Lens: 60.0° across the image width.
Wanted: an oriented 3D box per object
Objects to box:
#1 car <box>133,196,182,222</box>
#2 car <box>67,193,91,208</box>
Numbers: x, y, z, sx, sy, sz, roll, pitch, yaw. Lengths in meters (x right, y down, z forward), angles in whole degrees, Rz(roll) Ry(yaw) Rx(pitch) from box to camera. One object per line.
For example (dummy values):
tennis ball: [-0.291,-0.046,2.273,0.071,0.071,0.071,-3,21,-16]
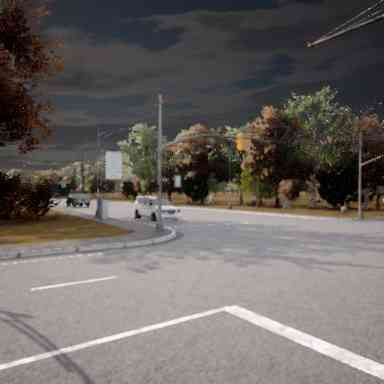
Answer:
car: [-2.950,1.391,27.334,2.150,2.045,5.566,0,2,-32]
car: [-16.581,1.154,48.473,2.150,2.045,5.566,0,0,-34]
